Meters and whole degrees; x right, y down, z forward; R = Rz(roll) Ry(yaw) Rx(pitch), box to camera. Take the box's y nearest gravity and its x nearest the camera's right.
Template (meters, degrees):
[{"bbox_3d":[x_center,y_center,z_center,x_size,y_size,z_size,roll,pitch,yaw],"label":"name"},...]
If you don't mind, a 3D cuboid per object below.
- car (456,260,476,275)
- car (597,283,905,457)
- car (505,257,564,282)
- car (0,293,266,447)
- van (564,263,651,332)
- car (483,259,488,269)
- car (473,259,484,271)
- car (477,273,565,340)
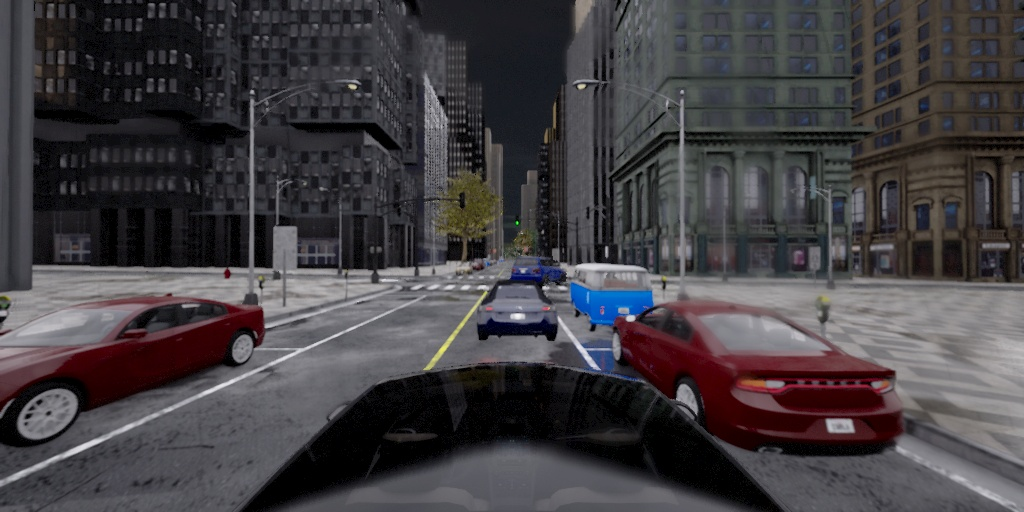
[{"bbox_3d":[-5.728,1.479,43.210,1.751,1.417,4.829,0,0,0],"label":"car"},{"bbox_3d":[2.779,1.311,5.261,1.888,1.381,4.507,0,0,0],"label":"car"},{"bbox_3d":[1.951,1.109,24.841,2.150,2.045,5.566,0,-1,27],"label":"car"},{"bbox_3d":[-5.776,1.311,5.288,1.888,1.381,4.507,0,0,0],"label":"car"},{"bbox_3d":[2.785,1.132,10.786,1.690,1.789,3.998,0,0,0],"label":"van"},{"bbox_3d":[-5.706,1.354,59.249,2.192,1.841,5.009,0,0,0],"label":"car"},{"bbox_3d":[-5.711,1.555,53.960,1.888,1.381,4.507,0,0,0],"label":"car"},{"bbox_3d":[0.114,1.352,10.136,1.994,1.385,4.181,0,0,-1],"label":"car"}]
